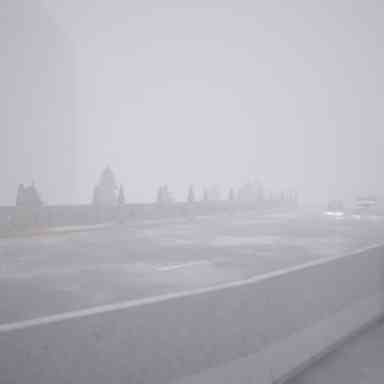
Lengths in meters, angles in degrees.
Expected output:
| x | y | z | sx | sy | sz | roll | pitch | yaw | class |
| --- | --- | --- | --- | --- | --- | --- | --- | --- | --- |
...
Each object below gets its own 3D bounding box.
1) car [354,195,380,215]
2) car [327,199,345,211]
| x | y | z | sx | sy | sz | roll | pitch | yaw | class |
| --- | --- | --- | --- | --- | --- | --- | --- | --- | --- |
| 19.147 | 1.311 | 36.333 | 2.150 | 2.045 | 5.566 | 0 | 0 | 30 | car |
| 18.184 | 1.606 | 41.935 | 2.128 | 1.511 | 4.902 | 0 | 0 | 27 | car |
